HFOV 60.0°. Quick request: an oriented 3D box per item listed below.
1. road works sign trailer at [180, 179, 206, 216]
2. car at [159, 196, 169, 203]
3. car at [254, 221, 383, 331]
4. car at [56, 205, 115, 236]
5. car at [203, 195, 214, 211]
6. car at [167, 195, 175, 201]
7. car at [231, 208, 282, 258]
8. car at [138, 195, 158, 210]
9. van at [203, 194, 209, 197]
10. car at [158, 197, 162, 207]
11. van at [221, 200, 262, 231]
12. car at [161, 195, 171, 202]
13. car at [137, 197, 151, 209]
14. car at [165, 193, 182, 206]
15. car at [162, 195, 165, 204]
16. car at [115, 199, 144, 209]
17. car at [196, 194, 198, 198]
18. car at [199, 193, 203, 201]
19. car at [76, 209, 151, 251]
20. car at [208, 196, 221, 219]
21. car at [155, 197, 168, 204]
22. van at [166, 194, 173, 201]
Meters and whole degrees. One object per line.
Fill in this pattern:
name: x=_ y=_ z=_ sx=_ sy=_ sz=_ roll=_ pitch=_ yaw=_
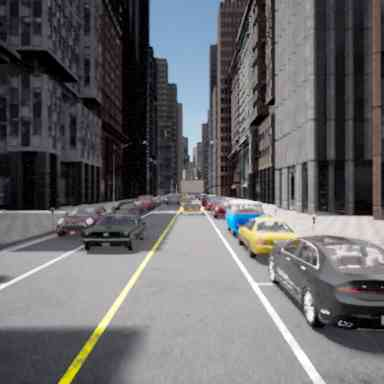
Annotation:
road works sign trailer: x=0.004 y=0.476 z=32.716 sx=2.380 sy=3.560 sz=2.880 roll=0 pitch=0 yaw=0
car: x=-5.785 y=1.556 z=68.627 sx=1.752 sy=1.417 sz=4.829 roll=0 pitch=0 yaw=0
car: x=2.762 y=1.551 z=6.808 sx=2.008 sy=1.369 sz=4.403 roll=0 pitch=0 yaw=0
car: x=-5.766 y=1.445 z=18.071 sx=1.967 sy=1.590 sz=4.097 roll=0 pitch=0 yaw=0
car: x=2.751 y=1.455 z=40.627 sx=1.967 sy=1.590 sz=4.097 roll=0 pitch=0 yaw=0
car: x=-5.792 y=1.569 z=91.172 sx=1.752 sy=1.417 sz=4.829 roll=0 pitch=0 yaw=0
car: x=2.760 y=1.527 z=12.614 sx=1.752 sy=1.417 sz=4.829 roll=0 pitch=0 yaw=0
car: x=-5.774 y=1.331 z=40.615 sx=2.192 sy=1.841 sz=5.009 roll=0 pitch=0 yaw=0
van: x=2.749 y=1.359 z=46.264 sx=1.690 sy=1.788 sz=3.998 roll=0 pitch=0 yaw=0
car: x=-5.777 y=1.585 z=46.252 sx=1.947 sy=1.339 sz=4.313 roll=0 pitch=0 yaw=0
van: x=2.759 y=1.345 z=18.081 sx=1.690 sy=1.788 sz=3.998 roll=0 pitch=0 yaw=0
car: x=-5.786 y=1.474 z=74.433 sx=1.967 sy=1.590 sz=4.097 roll=0 pitch=0 yaw=0
car: x=-5.773 y=1.558 z=34.979 sx=1.887 sy=1.381 sz=4.507 roll=0 pitch=0 yaw=0
car: x=-3.083 y=1.375 z=55.437 sx=2.097 sy=1.767 sz=4.553 roll=0 pitch=0 yaw=0
car: x=-5.778 y=1.462 z=51.889 sx=1.967 sy=1.590 sz=4.097 roll=0 pitch=0 yaw=0
car: x=-5.771 y=1.576 z=29.342 sx=1.947 sy=1.339 sz=4.313 roll=0 pitch=0 yaw=0
car: x=2.734 y=1.606 z=85.721 sx=1.947 sy=1.339 sz=4.313 roll=0 pitch=0 yaw=0
car: x=2.745 y=1.339 z=57.538 sx=2.192 sy=1.841 sz=5.009 roll=0 pitch=0 yaw=0
car: x=-3.106 y=1.604 z=14.203 sx=1.895 sy=1.301 sz=4.718 roll=0 pitch=0 yaw=0
car: x=2.755 y=1.449 z=29.354 sx=1.967 sy=1.590 sz=4.097 roll=0 pitch=0 yaw=0
car: x=-5.783 y=1.579 z=63.161 sx=2.008 sy=1.369 sz=4.403 roll=0 pitch=0 yaw=0
van: x=-5.790 y=1.382 z=85.706 sx=1.690 sy=1.788 sz=3.998 roll=0 pitch=0 yaw=0
